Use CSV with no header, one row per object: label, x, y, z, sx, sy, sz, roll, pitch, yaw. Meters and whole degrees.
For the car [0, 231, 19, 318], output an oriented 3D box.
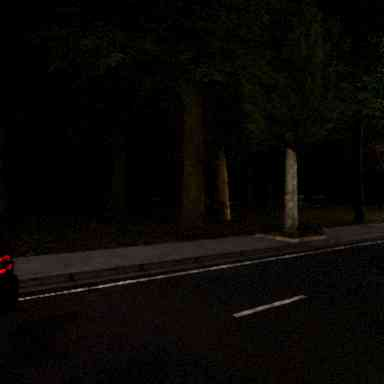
car,-5.200,1.202,3.972,5.566,2.045,2.150,0,0,-36
